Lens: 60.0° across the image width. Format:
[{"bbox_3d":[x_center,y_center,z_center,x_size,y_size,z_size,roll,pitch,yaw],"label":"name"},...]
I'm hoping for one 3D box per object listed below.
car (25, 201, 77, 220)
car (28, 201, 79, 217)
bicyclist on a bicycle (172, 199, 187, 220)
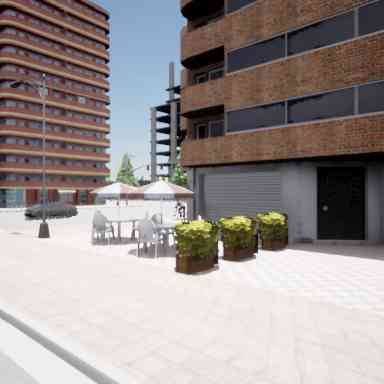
[{"bbox_3d":[-12.235,1.613,28.979,1.994,1.385,4.181,0,0,42],"label":"car"},{"bbox_3d":[-13.661,1.613,32.885,1.994,1.385,4.181,0,0,42],"label":"car"},{"bbox_3d":[-0.969,1.353,25.406,1.656,1.620,0.582,0,0,41],"label":"bicyclist on a bicycle"}]
